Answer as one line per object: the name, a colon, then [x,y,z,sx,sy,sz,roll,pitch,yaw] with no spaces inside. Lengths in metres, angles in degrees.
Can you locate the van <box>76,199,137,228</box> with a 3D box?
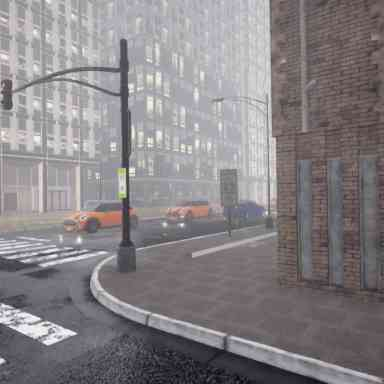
van: [-5.946,1.460,23.520,1.690,1.788,3.998,-2,-1,36]

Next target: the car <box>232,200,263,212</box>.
car: [6.953,1.689,41.383,1.752,1.417,4.829,-2,-1,36]

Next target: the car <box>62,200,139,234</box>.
car: [-5.385,1.416,19.921,2.097,1.767,4.553,-1,-1,37]

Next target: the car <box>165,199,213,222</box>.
car: [-0.181,1.433,27.077,2.097,1.767,4.553,-1,-1,36]

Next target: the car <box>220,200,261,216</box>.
car: [5.095,1.590,34.374,2.128,1.511,4.902,-1,-1,36]

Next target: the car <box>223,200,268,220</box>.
car: [4.501,1.502,28.092,1.882,1.535,5.008,-1,-1,36]

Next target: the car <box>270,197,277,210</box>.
car: [11.035,1.471,42.556,2.097,1.767,4.553,-1,-1,36]
